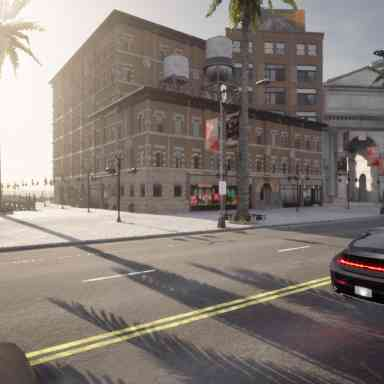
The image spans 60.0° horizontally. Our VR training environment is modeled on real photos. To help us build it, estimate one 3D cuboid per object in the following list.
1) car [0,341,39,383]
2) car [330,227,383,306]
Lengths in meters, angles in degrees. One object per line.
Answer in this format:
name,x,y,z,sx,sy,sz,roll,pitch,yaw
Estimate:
car,-3.422,1.547,1.294,5.357,1.411,2.033,0,0,-36
car,4.984,1.505,7.265,4.892,1.490,1.837,0,0,-36
